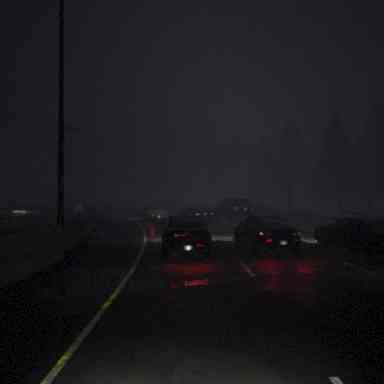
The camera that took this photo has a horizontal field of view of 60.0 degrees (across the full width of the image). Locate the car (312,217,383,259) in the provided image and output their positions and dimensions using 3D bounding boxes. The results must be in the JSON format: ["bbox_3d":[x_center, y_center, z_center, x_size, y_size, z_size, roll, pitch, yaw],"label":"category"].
[{"bbox_3d":[6.747,1.692,13.204,2.033,1.411,5.357,0,-1,-5],"label":"car"}]

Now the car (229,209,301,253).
[{"bbox_3d":[3.107,1.682,14.378,1.812,1.442,4.674,0,0,-6],"label":"car"}]

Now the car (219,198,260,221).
[{"bbox_3d":[3.746,1.555,30.445,2.150,2.045,5.566,0,0,-16],"label":"car"}]

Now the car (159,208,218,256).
[{"bbox_3d":[-0.346,1.657,13.781,1.837,1.490,4.892,0,0,-5],"label":"car"}]

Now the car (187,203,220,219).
[{"bbox_3d":[0.373,1.868,29.508,2.033,1.411,5.357,0,-1,-16],"label":"car"}]

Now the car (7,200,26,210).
[{"bbox_3d":[-27.373,2.053,51.920,2.128,1.511,4.902,1,-1,-41],"label":"car"}]

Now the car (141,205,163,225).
[{"bbox_3d":[-3.417,1.849,29.898,1.812,1.442,4.674,0,0,-17],"label":"car"}]

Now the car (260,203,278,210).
[{"bbox_3d":[6.618,1.834,32.942,1.882,1.535,5.008,0,0,-17],"label":"car"}]
